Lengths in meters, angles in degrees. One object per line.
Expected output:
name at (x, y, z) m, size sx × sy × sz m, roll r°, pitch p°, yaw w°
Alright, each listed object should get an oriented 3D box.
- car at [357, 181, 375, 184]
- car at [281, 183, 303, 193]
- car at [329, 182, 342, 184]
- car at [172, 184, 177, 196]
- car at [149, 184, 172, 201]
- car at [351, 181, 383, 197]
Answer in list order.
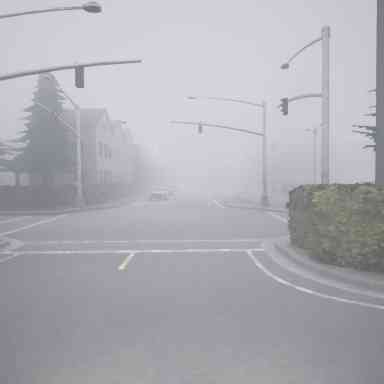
car at (19.015, -0.182, 34.254) m, size 1.905 × 1.878 × 3.866 m, roll -1°, pitch 2°, yaw 0°
car at (15.266, -0.542, 52.112) m, size 2.007 × 1.523 × 4.514 m, roll -1°, pitch 2°, yaw 0°
car at (25.304, -1.048, 59.525) m, size 2.152 × 1.636 × 5.027 m, roll -1°, pitch 2°, yaw 0°
car at (-3.737, -0.333, 47.822) m, size 2.097 × 1.767 × 4.553 m, roll -1°, pitch 2°, yaw 0°
car at (-3.717, 0.140, 37.804) m, size 1.882 × 1.535 × 5.008 m, roll -1°, pitch 2°, yaw 0°
car at (22.259, -0.469, 42.135) m, size 1.932 × 1.855 × 4.605 m, roll -1°, pitch 2°, yaw 0°
